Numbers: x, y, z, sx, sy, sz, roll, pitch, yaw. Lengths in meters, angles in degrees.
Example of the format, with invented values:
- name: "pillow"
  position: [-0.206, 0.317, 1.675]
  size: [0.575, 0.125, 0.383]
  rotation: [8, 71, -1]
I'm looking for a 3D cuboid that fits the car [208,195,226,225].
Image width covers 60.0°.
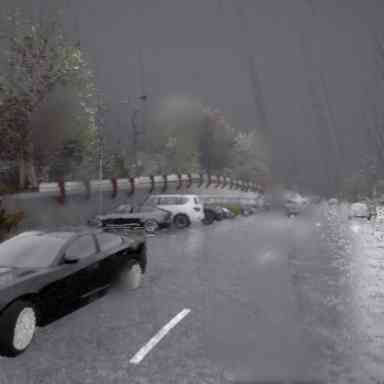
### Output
- name: "car"
  position: [-0.551, 1.208, 23.851]
  size: [5.566, 2.045, 2.435]
  rotation: [0, -1, 7]

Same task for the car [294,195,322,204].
- name: "car"
  position: [26.008, 1.693, 74.718]
  size: [5.566, 2.045, 2.435]
  rotation: [0, 0, 8]

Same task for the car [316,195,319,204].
- name: "car"
  position: [23.263, 1.768, 69.361]
  size: [4.553, 1.767, 2.185]
  rotation: [0, 0, 8]

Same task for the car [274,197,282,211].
- name: "car"
  position: [7.855, 1.645, 39.903]
  size: [4.792, 1.488, 2.163]
  rotation: [0, -1, 8]

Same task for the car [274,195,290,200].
- name: "car"
  position: [9.198, 1.389, 42.591]
  size: [5.566, 2.045, 2.435]
  rotation: [0, 0, 8]

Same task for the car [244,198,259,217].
- name: "car"
  position: [3.616, 1.539, 31.881]
  size: [4.892, 1.521, 2.231]
  rotation: [0, -1, 8]

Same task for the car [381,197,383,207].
- name: "car"
  position: [34.710, 2.129, 55.119]
  size: [5.366, 1.575, 1.946]
  rotation: [2, 1, 8]

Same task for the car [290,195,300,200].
- name: "car"
  position: [12.060, 1.440, 47.935]
  size: [5.566, 2.045, 2.435]
  rotation: [0, -1, 8]

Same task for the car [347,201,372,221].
- name: "car"
  position: [15.613, 1.817, 30.998]
  size: [1.812, 1.442, 4.674]
  rotation: [1, 0, 28]

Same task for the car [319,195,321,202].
- name: "car"
  position: [24.626, 1.920, 72.048]
  size: [4.892, 1.521, 2.231]
  rotation: [0, -1, 8]

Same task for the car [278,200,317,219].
- name: "car"
  position: [10.003, 1.726, 31.297]
  size: [2.033, 1.411, 5.357]
  rotation: [1, 0, 28]

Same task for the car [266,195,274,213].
- name: "car"
  position: [6.454, 1.464, 37.225]
  size: [4.553, 1.767, 2.185]
  rotation: [0, 0, 8]

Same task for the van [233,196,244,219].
- name: "van"
  position: [2.107, 1.285, 29.211]
  size: [4.442, 1.987, 1.878]
  rotation: [0, 0, 8]

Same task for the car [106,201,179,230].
- name: "car"
  position: [-3.408, 1.436, 18.477]
  size: [4.792, 1.488, 2.163]
  rotation: [0, 0, 8]

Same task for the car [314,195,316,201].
- name: "car"
  position: [21.801, 1.743, 66.697]
  size: [4.553, 1.767, 2.185]
  rotation: [0, -1, 8]

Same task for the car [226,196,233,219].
- name: "car"
  position: [0.790, 1.360, 26.532]
  size: [4.553, 1.767, 2.185]
  rotation: [0, -1, 8]

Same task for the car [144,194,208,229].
- name: "car"
  position: [-2.006, 1.182, 21.159]
  size: [5.566, 2.045, 2.435]
  rotation: [0, 0, 8]

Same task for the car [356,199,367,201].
- name: "car"
  position: [22.601, 1.769, 44.327]
  size: [2.097, 1.767, 4.553]
  rotation: [1, 0, 28]

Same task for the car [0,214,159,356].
- name: "car"
  position: [-2.611, 1.421, 6.315]
  size: [1.882, 1.535, 5.008]
  rotation: [0, 0, 19]

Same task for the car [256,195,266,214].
- name: "car"
  position: [5.057, 1.438, 34.537]
  size: [4.553, 1.767, 2.185]
  rotation: [0, 0, 8]

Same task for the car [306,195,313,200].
- name: "car"
  position: [17.660, 1.541, 58.656]
  size: [5.566, 2.045, 2.435]
  rotation: [0, -1, 8]

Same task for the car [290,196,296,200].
- name: "car"
  position: [10.810, 1.664, 45.243]
  size: [5.366, 1.575, 1.946]
  rotation: [0, -1, 8]

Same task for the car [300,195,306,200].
- name: "car"
  position: [14.799, 1.490, 53.305]
  size: [5.566, 2.045, 2.435]
  rotation: [0, 0, 7]

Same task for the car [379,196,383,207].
- name: "car"
  position: [40.415, 1.987, 65.591]
  size: [5.566, 2.045, 2.435]
  rotation: [2, 0, 8]

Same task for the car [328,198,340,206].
- name: "car"
  position: [28.280, 2.025, 66.191]
  size: [1.812, 1.442, 4.674]
  rotation: [1, 0, 28]
